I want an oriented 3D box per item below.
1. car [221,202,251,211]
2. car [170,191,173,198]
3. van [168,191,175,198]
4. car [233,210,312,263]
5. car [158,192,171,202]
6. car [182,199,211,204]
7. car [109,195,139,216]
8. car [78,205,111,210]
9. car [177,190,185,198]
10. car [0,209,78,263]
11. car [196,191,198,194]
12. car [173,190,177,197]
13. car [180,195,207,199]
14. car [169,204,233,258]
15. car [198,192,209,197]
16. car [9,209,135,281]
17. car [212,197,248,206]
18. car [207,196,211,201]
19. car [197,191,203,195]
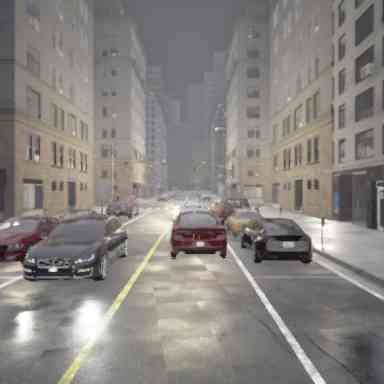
[{"bbox_3d":[2.768,1.475,17.325,1.752,1.417,4.829,0,0,0],"label":"car"},{"bbox_3d":[-5.748,1.034,71.350,1.967,1.590,4.097,1,0,0],"label":"car"},{"bbox_3d":[-5.744,0.719,93.041,1.690,1.788,3.998,1,1,0],"label":"van"},{"bbox_3d":[2.766,1.536,11.604,1.947,1.339,4.313,0,0,0],"label":"car"},{"bbox_3d":[-5.750,1.186,65.926,1.887,1.381,4.507,0,0,0],"label":"car"},{"bbox_3d":[0.102,1.452,23.041,1.812,1.442,4.674,0,0,0],"label":"car"},{"bbox_3d":[-5.755,1.217,28.268,2.192,1.841,5.009,0,0,0],"label":"car"},{"bbox_3d":[-5.758,1.532,17.164,1.802,1.307,4.206,0,0,0],"label":"car"},{"bbox_3d":[-2.991,0.702,94.589,2.097,1.767,4.553,0,1,0],"label":"car"},{"bbox_3d":[-5.759,1.515,11.613,1.887,1.381,4.507,0,0,0],"label":"car"},{"bbox_3d":[2.778,1.016,87.613,1.802,1.307,4.206,1,1,0],"label":"car"},{"bbox_3d":[-5.745,0.874,87.619,1.967,1.590,4.097,1,1,0],"label":"car"},{"bbox_3d":[0.077,1.366,33.309,2.128,1.511,4.902,0,0,0],"label":"car"},{"bbox_3d":[0.165,1.444,12.716,1.882,1.535,5.008,0,0,-2],"label":"car"},{"bbox_3d":[2.775,1.192,65.918,2.008,1.369,4.403,0,0,0],"label":"car"},{"bbox_3d":[-3.100,1.480,9.841,1.837,1.490,4.892,0,0,0],"label":"car"},{"bbox_3d":[2.770,1.243,22.709,2.192,1.841,5.009,0,0,0],"label":"car"},{"bbox_3d":[2.770,1.396,33.985,1.752,1.417,4.829,0,0,0],"label":"car"},{"bbox_3d":[2.778,1.066,76.934,1.752,1.417,4.829,1,1,0],"label":"car"}]
